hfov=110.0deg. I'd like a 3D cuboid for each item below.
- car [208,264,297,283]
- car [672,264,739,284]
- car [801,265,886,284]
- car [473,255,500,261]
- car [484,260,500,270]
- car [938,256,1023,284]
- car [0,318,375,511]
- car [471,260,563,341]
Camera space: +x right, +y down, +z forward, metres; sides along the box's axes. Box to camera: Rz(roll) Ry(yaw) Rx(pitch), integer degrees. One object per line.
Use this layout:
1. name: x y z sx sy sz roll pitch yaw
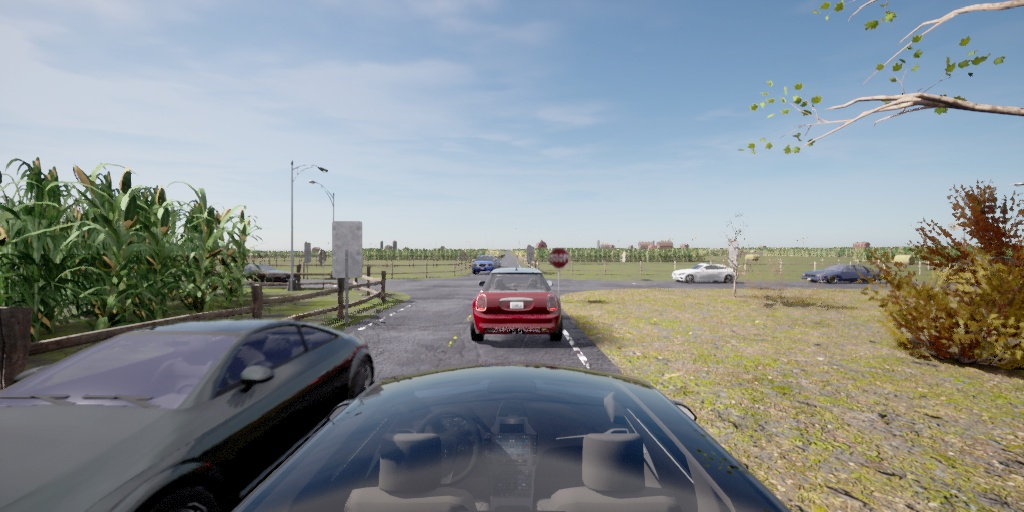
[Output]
1. car: -17.365 1.236 24.043 5.357 1.411 2.033 0 0 0
2. car: 14.535 1.297 27.034 4.674 1.442 1.812 0 0 0
3. car: 25.082 1.350 27.049 5.357 1.411 2.033 0 0 0
4. car: -2.910 0.933 38.898 2.150 2.045 5.566 0 0 2
5. car: -2.782 1.243 50.316 1.994 1.385 4.181 0 0 0
6. car: 35.811 1.054 27.043 5.566 2.045 2.150 0 0 1
7. car: -2.851 1.314 3.191 1.994 1.385 4.181 0 0 0
8. car: 0.109 1.100 9.992 2.097 1.767 4.553 0 0 0
